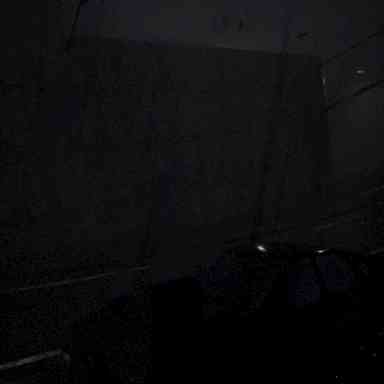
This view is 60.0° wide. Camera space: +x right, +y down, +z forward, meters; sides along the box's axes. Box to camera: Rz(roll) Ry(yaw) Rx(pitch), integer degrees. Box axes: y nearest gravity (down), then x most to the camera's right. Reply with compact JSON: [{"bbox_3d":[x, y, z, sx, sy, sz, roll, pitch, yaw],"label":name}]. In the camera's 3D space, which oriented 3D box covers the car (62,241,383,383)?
[{"bbox_3d":[1.107,1.480,4.727,5.357,1.411,2.033,-2,1,-35],"label":"car"}]
